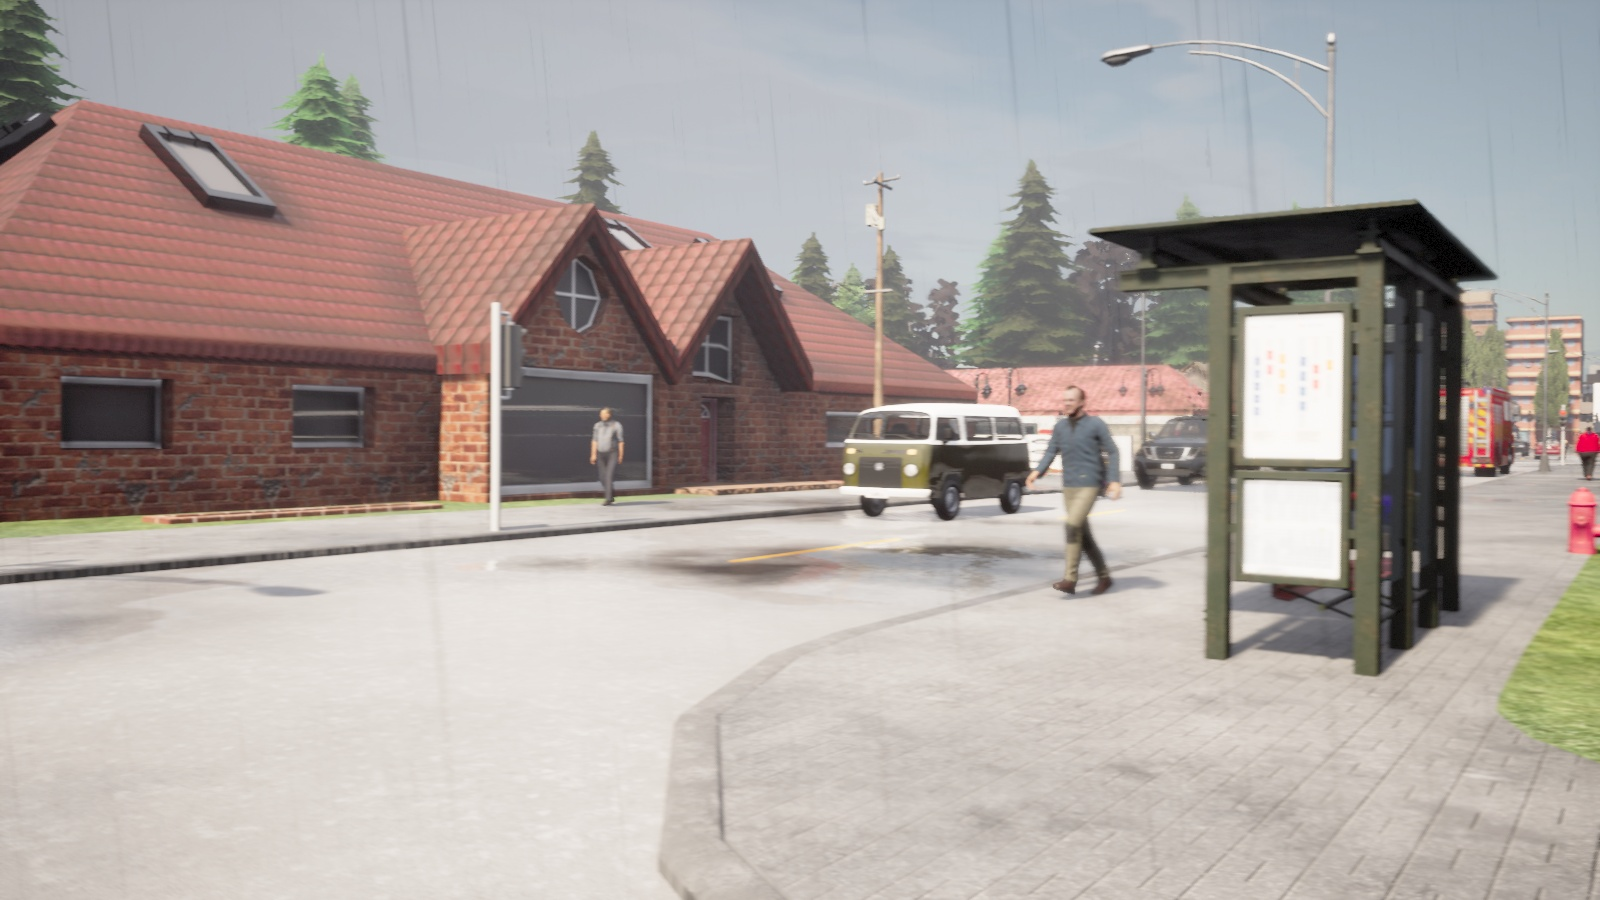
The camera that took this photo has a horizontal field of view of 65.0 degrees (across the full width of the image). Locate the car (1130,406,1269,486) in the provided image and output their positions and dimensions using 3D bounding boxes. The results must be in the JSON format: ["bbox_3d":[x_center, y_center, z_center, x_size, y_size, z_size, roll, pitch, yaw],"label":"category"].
[{"bbox_3d":[11.309,-0.154,35.235,2.150,2.045,5.566,0,1,35],"label":"car"}]

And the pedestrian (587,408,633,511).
[{"bbox_3d":[-3.474,0.162,22.967,0.540,1.848,0.694,0,1,21],"label":"pedestrian"}]

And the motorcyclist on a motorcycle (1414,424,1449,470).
[{"bbox_3d":[21.842,-0.114,43.385,0.797,1.523,2.044,0,1,35],"label":"motorcyclist on a motorcycle"}]

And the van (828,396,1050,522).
[{"bbox_3d":[2.624,0.114,22.718,2.069,2.038,4.480,0,1,35],"label":"van"}]

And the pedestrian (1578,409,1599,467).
[{"bbox_3d":[25.765,-0.394,40.916,0.634,1.844,0.899,0,1,35],"label":"pedestrian"}]

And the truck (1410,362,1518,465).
[{"bbox_3d":[26.913,-1.415,50.683,2.891,3.827,8.468,0,1,34],"label":"truck"}]

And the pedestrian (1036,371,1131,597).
[{"bbox_3d":[2.391,0.270,10.580,0.726,1.842,0.402,-1,1,-39],"label":"pedestrian"}]

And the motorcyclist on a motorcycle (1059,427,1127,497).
[{"bbox_3d":[6.675,0.250,28.567,0.797,1.523,2.044,0,1,35],"label":"motorcyclist on a motorcycle"}]

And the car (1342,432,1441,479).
[{"bbox_3d":[17.689,0.130,37.411,1.895,1.301,4.718,0,1,35],"label":"car"}]
